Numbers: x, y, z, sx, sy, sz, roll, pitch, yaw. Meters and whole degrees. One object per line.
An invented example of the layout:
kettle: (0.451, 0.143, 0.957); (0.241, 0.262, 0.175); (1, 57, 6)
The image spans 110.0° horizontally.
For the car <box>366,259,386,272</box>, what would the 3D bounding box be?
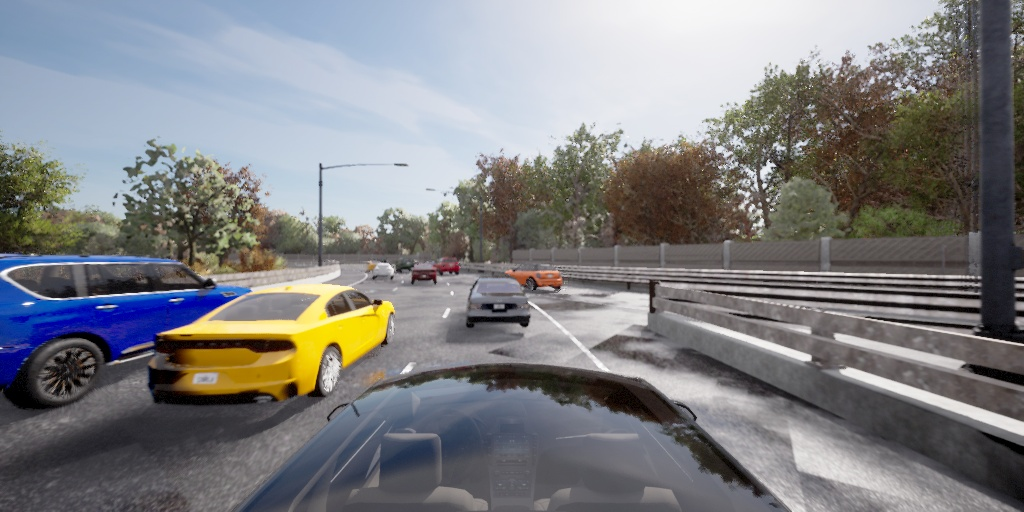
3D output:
car: (-20.074, 1.526, 52.248); (1.882, 1.535, 5.008); (0, 0, -28)

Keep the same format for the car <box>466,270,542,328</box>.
car: (-0.514, 1.355, 11.671); (2.033, 1.411, 5.357); (0, 0, -4)

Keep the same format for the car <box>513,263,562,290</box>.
car: (1.198, 1.225, 23.211); (2.097, 1.767, 4.553); (0, 0, -30)

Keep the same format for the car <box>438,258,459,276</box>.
car: (-7.769, 1.207, 42.371); (2.150, 2.045, 5.566); (0, -1, -22)

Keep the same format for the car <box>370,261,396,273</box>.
car: (-12.759, 1.476, 35.617); (1.812, 1.442, 4.674); (0, 0, -18)

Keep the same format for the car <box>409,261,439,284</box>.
car: (-7.283, 1.390, 29.535); (1.882, 1.535, 5.008); (0, 0, -15)

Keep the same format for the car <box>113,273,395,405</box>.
car: (-3.620, 1.257, 6.561); (1.882, 1.535, 5.008); (0, 0, -3)

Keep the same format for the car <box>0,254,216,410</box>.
car: (-7.072, 1.000, 6.292); (2.150, 2.045, 5.566); (0, 0, -3)

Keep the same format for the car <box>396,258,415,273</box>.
car: (-14.941, 1.255, 50.014); (2.150, 2.045, 5.566); (0, 0, -26)
